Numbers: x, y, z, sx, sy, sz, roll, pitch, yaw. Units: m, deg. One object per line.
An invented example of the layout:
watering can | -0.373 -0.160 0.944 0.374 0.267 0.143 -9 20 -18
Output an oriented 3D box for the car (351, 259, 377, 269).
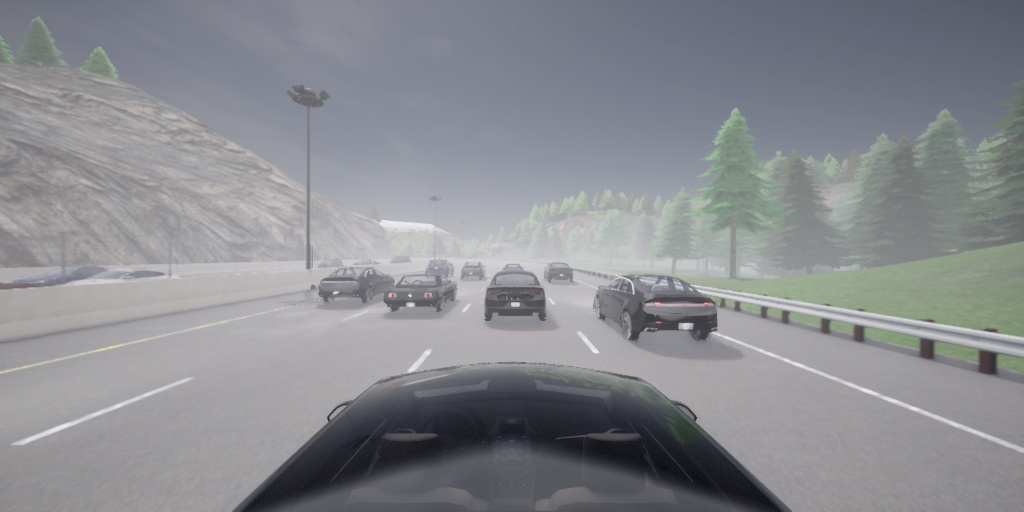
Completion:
car | -24.516 1.304 59.536 2.033 1.411 5.357 0 0 1

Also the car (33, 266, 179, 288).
car | -17.599 1.278 16.250 1.812 1.442 4.674 0 0 0

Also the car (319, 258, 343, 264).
car | -28.041 1.109 55.562 2.097 1.767 4.553 0 0 1

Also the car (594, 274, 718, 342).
car | 3.601 1.242 9.842 2.128 1.511 4.902 0 0 0

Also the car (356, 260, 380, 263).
car | -21.057 1.319 53.656 1.994 1.385 4.181 0 0 0

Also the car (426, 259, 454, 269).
car | -6.898 1.106 34.739 2.097 1.767 4.553 0 0 0

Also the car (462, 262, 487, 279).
car | -3.399 1.245 32.140 2.128 1.511 4.902 0 0 0

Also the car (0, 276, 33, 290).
car | -21.100 1.353 12.901 1.895 1.301 4.718 0 0 0

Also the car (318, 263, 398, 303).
car | -6.899 1.243 16.476 2.128 1.511 4.902 0 0 0

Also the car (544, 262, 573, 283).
car | 3.603 1.230 28.420 1.882 1.535 5.008 0 0 0

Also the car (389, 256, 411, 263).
car | -17.550 0.978 56.292 2.150 2.045 5.566 0 0 1

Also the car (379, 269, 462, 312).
car | -3.399 1.352 14.260 1.895 1.301 4.718 0 0 0

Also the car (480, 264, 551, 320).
car | 0.102 1.229 12.676 1.882 1.535 5.008 0 0 0

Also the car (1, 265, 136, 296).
car | -24.598 1.279 20.235 1.812 1.442 4.674 0 0 0
